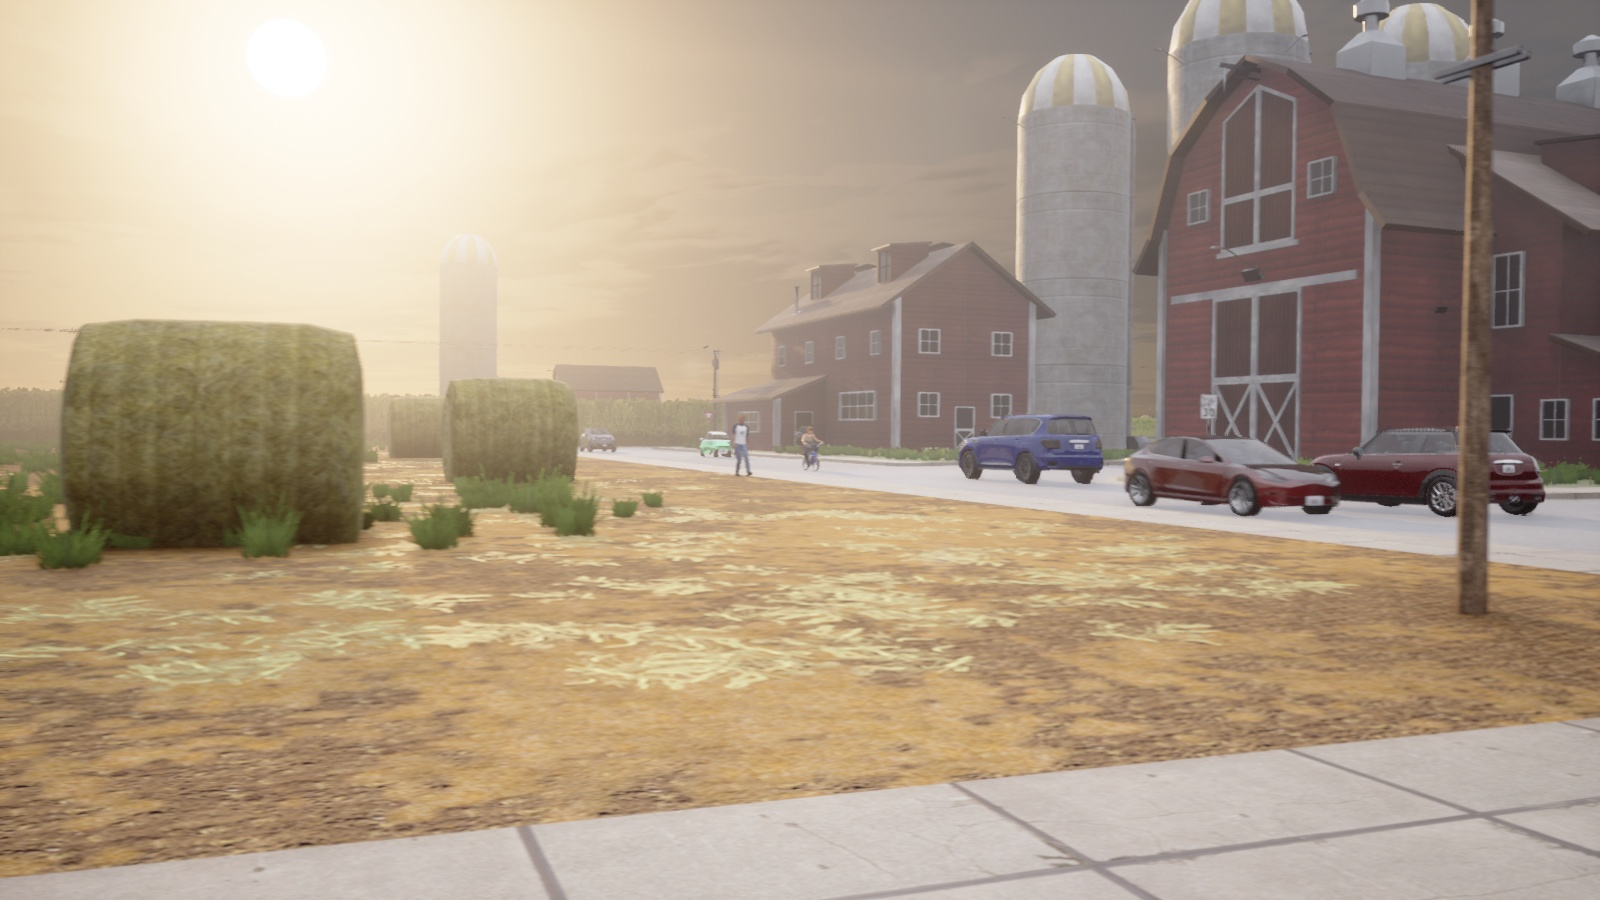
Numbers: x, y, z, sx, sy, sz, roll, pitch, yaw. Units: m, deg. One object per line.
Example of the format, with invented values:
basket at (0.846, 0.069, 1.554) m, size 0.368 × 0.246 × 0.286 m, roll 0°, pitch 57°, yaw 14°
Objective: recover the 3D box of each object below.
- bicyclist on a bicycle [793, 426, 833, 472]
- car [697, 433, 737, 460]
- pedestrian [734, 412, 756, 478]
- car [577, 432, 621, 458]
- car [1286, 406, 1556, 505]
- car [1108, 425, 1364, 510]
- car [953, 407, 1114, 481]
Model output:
bicyclist on a bicycle at (0.449, -0.042, 44.783) m, size 0.866 × 1.612 × 1.509 m, roll -2°, pitch 1°, yaw -22°
car at (-4.363, -0.206, 66.201) m, size 1.481 × 1.376 × 2.207 m, roll -1°, pitch 1°, yaw -22°
pedestrian at (-1.567, -0.141, 35.516) m, size 0.354 × 1.836 × 0.706 m, roll -1°, pitch 1°, yaw -25°
car at (-12.273, -0.329, 76.526) m, size 1.845 × 1.501 × 3.633 m, roll -1°, pitch 1°, yaw -22°
car at (12.159, 0.080, 24.956) m, size 2.097 × 1.767 × 4.553 m, roll -1°, pitch 1°, yaw -22°
car at (8.438, 0.274, 24.844) m, size 2.163 × 1.488 × 4.792 m, roll -1°, pitch 1°, yaw -22°
car at (6.929, -0.208, 38.006) m, size 2.150 × 2.045 × 5.566 m, roll -1°, pitch 1°, yaw -22°
